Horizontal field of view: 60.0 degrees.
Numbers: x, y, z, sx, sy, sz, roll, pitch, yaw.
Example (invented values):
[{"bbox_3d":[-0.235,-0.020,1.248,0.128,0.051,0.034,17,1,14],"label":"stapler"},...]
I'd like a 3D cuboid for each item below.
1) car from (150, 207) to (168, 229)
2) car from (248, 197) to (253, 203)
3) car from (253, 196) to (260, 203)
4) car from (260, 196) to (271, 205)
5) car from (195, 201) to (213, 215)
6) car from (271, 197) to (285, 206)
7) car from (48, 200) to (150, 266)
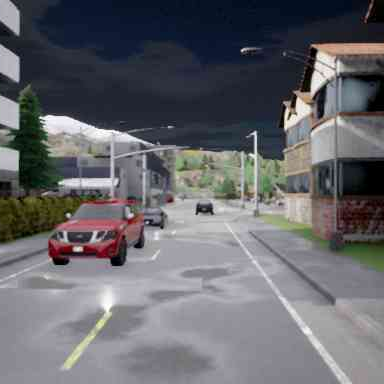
[{"bbox_3d":[-2.766,1.762,22.896,1.994,1.385,4.181,0,-1,2],"label":"car"},{"bbox_3d":[16.666,1.823,81.089,4.605,1.855,1.932,0,0,2],"label":"car"},{"bbox_3d":[16.973,1.778,78.171,3.866,1.878,1.905,0,0,2],"label":"car"},{"bbox_3d":[16.508,1.744,65.385,5.027,1.636,2.152,0,0,2],"label":"car"},{"bbox_3d":[1.400,1.700,37.497,1.882,1.535,5.008,-1,0,2],"label":"car"},{"bbox_3d":[16.598,1.767,58.959,3.806,1.475,1.970,0,0,2],"label":"car"},{"bbox_3d":[-3.195,1.329,12.396,2.150,2.045,5.566,0,-1,2],"label":"car"}]
